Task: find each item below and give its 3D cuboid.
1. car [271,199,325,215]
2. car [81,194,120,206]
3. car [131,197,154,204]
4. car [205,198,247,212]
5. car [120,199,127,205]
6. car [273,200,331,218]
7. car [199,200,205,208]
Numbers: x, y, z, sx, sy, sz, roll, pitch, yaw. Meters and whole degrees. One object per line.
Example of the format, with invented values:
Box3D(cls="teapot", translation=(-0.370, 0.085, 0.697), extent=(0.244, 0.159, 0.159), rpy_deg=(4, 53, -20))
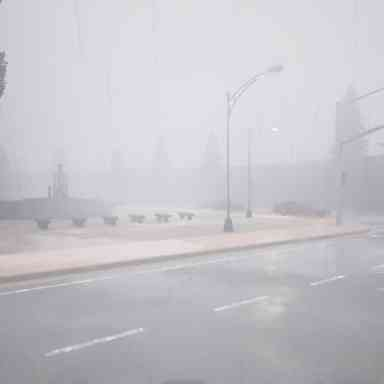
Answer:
Box3D(cls="car", translation=(11.140, 1.547, 35.355), extent=(2.033, 1.411, 5.357), rpy_deg=(0, 0, -36))
Box3D(cls="car", translation=(-14.296, 1.493, 52.003), extent=(4.902, 1.511, 2.128), rpy_deg=(0, 0, 20))
Box3D(cls="car", translation=(-9.175, 1.564, 61.164), extent=(4.181, 1.385, 1.994), rpy_deg=(0, 0, 22))
Box3D(cls="car", translation=(4.208, 1.489, 38.585), extent=(2.128, 1.511, 4.902), rpy_deg=(0, 0, -39))
Box3D(cls="car", translation=(-13.116, 1.507, 55.290), extent=(4.892, 1.490, 1.837), rpy_deg=(-1, 0, 20))
Box3D(cls="car", translation=(10.063, 1.547, 30.886), extent=(2.033, 1.411, 5.357), rpy_deg=(0, 0, -36))
Box3D(cls="car", translation=(2.942, 1.564, 45.175), extent=(4.181, 1.385, 1.994), rpy_deg=(0, 0, 43))
